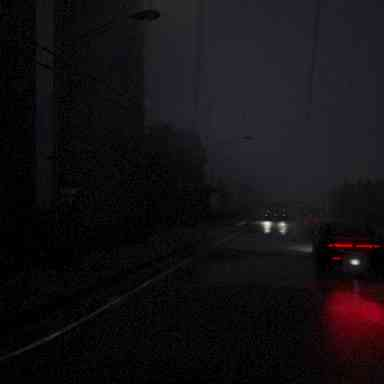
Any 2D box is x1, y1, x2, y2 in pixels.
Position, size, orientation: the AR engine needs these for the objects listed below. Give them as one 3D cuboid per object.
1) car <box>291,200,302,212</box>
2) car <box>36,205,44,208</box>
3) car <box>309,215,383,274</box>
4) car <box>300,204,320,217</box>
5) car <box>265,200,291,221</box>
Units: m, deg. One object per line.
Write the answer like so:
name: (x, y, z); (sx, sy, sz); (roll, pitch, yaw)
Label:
car: (16.782, 2.426, 57.541); (2.150, 2.045, 5.566); (2, -2, -23)
car: (-31.255, 3.036, 65.948); (3.866, 1.878, 1.905); (2, -8, -25)
car: (5.205, 1.731, 11.447); (1.837, 1.490, 4.892); (-1, -2, 18)
car: (14.590, 2.435, 40.933); (1.895, 1.301, 4.718); (-1, -1, 18)
car: (9.334, 2.004, 36.468); (2.150, 2.045, 5.566); (-1, -1, 18)
